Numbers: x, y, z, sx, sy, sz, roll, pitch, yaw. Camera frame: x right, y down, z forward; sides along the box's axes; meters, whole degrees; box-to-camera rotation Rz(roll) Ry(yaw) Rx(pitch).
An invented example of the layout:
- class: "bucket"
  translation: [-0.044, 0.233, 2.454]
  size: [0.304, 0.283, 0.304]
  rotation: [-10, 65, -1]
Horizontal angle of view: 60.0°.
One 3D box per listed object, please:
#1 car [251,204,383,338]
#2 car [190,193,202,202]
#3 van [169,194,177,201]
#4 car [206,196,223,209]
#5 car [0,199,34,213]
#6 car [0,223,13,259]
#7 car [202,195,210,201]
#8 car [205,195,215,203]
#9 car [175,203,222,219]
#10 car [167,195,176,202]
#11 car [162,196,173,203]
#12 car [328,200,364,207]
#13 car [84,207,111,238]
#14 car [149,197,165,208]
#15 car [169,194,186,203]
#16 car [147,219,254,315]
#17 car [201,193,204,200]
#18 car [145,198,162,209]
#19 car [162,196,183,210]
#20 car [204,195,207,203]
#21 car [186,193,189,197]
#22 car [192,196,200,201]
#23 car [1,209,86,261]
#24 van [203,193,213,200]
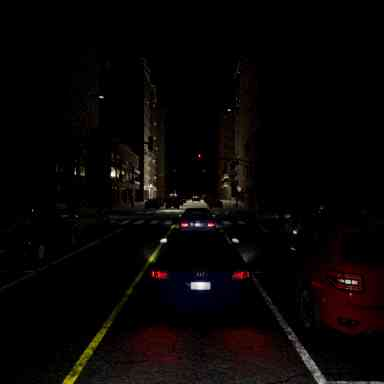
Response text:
- class: "car"
  translation: [2.753, 1.316, 6.543]
  size: [2.192, 1.841, 5.009]
  rotation: [1, 0, 1]
- class: "car"
  translation: [0.946, 1.564, 74.185]
  size: [2.033, 1.411, 5.357]
  rotation: [0, 0, 1]
- class: "van"
  translation: [-4.783, 1.371, 84.633]
  size: [1.690, 1.788, 3.998]
  rotation: [1, 0, 1]
- class: "car"
  translation: [3.236, 1.593, 44.809]
  size: [1.802, 1.307, 4.206]
  rotation: [1, 0, 1]
- class: "car"
  translation: [-16.425, 1.341, 29.229]
  size: [4.902, 1.511, 2.128]
  rotation: [1, -1, 1]
- class: "car"
  translation: [-5.777, 1.526, 6.490]
  size: [1.752, 1.417, 4.829]
  rotation: [1, 0, 1]
- class: "car"
  translation: [3.812, 1.599, 90.192]
  size: [1.947, 1.339, 4.313]
  rotation: [1, 0, 1]
- class: "car"
  translation: [3.308, 1.594, 50.482]
  size: [1.802, 1.307, 4.206]
  rotation: [1, 0, 1]
- class: "car"
  translation: [0.268, 1.551, 17.732]
  size: [2.033, 1.411, 5.357]
  rotation: [0, 0, 0]
- class: "car"
  translation: [-4.855, 1.466, 78.961]
  size: [1.967, 1.590, 4.097]
  rotation: [1, 0, 1]
- class: "car"
  translation: [-5.001, 1.601, 67.616]
  size: [1.802, 1.307, 4.206]
  rotation: [1, 0, 1]
- class: "car"
  translation: [13.988, 1.503, 31.876]
  size: [4.553, 1.767, 2.097]
  rotation: [0, -1, 1]
- class: "car"
  translation: [-5.634, 1.529, 17.739]
  size: [1.752, 1.417, 4.829]
  rotation: [1, 0, 1]
- class: "car"
  translation: [-5.217, 1.557, 50.599]
  size: [1.887, 1.381, 4.507]
  rotation: [1, 0, 1]
- class: "car"
  translation: [-2.406, 1.491, 54.499]
  size: [1.882, 1.535, 5.008]
  rotation: [0, 0, 1]
- class: "car"
  translation: [0.175, 1.566, 7.668]
  size: [1.994, 1.385, 4.181]
  rotation: [0, 0, 1]
- class: "car"
  translation: [3.527, 1.335, 67.500]
  size: [2.192, 1.841, 5.009]
  rotation: [1, 0, 1]
- class: "car"
  translation: [-5.289, 1.555, 44.926]
  size: [1.887, 1.381, 4.507]
  rotation: [1, 0, 1]
- class: "car"
  translation: [-2.587, 1.558, 44.536]
  size: [2.033, 1.411, 5.357]
  rotation: [0, 0, -3]
- class: "car"
  translation: [3.380, 1.596, 56.155]
  size: [1.802, 1.307, 4.206]
  rotation: [1, 0, 1]
- class: "car"
  translation: [-2.206, 1.371, 65.916]
  size: [2.097, 1.767, 4.553]
  rotation: [0, 0, 1]
- class: "car"
  translation: [1.070, 1.625, 84.884]
  size: [1.895, 1.301, 4.718]
  rotation: [0, 0, 1]
- class: "car"
  translation: [-5.703, 1.547, 12.284]
  size: [1.887, 1.381, 4.507]
  rotation: [1, 0, 1]
- class: "van"
  translation: [3.454, 1.358, 61.828]
  size: [1.690, 1.788, 3.998]
  rotation: [1, 0, 1]
